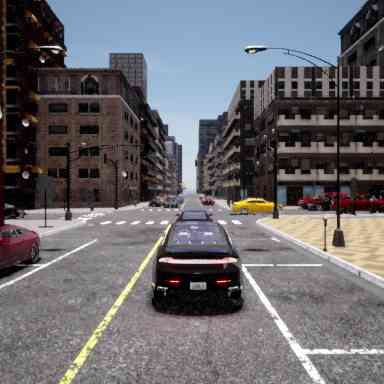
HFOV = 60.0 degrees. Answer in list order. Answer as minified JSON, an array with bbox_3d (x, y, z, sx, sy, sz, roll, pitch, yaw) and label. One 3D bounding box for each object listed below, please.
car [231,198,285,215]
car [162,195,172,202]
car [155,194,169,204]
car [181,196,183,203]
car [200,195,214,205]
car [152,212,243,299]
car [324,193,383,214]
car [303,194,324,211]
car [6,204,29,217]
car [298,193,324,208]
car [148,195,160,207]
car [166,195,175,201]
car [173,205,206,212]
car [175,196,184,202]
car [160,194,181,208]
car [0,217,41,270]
[{"bbox_3d":[6.273,1.343,31.738,5.008,1.535,1.882,-1,0,0],"label":"car"},{"bbox_3d":[-5.599,1.471,74.011,1.967,1.590,4.097,0,0,0],"label":"car"},{"bbox_3d":[-5.613,1.337,62.646,2.192,1.841,5.009,0,0,0],"label":"car"},{"bbox_3d":[-3.008,1.620,58.161,1.895,1.301,4.718,0,0,0],"label":"car"},{"bbox_3d":[2.760,1.458,56.955,1.967,1.590,4.097,0,0,0],"label":"car"},{"bbox_3d":[0.113,1.491,8.463,2.128,1.511,4.902,0,0,0],"label":"car"},{"bbox_3d":[14.730,1.029,29.193,5.009,1.841,2.192,-1,1,0],"label":"car"},{"bbox_3d":[14.610,1.230,35.001,4.674,1.442,1.812,-1,0,0],"label":"car"},{"bbox_3d":[-18.131,1.806,31.554,4.902,1.511,2.128,-1,0,0],"label":"car"},{"bbox_3d":[14.606,1.015,37.572,5.009,1.841,2.192,-1,1,0],"label":"car"},{"bbox_3d":[-5.627,1.581,51.281,1.947,1.339,4.313,0,0,0],"label":"car"},{"bbox_3d":[-5.585,1.481,85.377,1.967,1.590,4.097,0,0,0],"label":"car"},{"bbox_3d":[0.120,1.565,17.078,1.994,1.385,4.181,0,0,0],"label":"car"},{"bbox_3d":[-2.902,1.572,79.098,2.033,1.411,5.357,0,0,0],"label":"car"},{"bbox_3d":[-3.006,1.365,48.229,2.097,1.767,4.553,0,0,0],"label":"car"},{"bbox_3d":[-5.730,1.582,9.258,1.802,1.307,4.206,0,0,0],"label":"car"}]
